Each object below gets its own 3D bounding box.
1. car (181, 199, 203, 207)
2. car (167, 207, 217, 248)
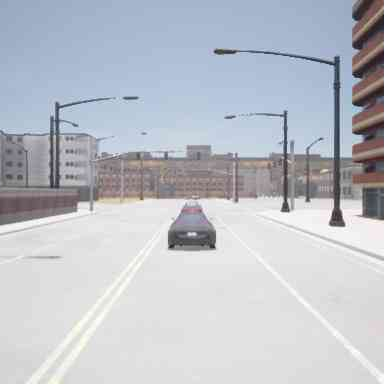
[{"bbox_3d":[0.000,1.571,29.650,1.994,1.385,4.181,0,0,0],"label":"car"},{"bbox_3d":[0.000,1.570,14.650,1.994,1.385,4.181,0,0,0],"label":"car"}]
